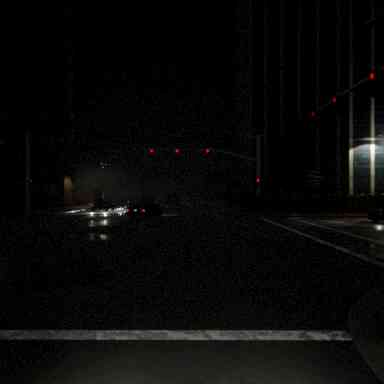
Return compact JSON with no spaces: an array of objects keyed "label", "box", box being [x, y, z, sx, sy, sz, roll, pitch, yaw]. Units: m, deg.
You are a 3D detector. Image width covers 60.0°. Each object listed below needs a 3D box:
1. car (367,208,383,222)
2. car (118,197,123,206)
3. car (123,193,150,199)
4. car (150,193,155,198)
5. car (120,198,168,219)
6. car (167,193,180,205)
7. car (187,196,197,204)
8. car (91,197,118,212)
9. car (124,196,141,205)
[{"label":"car","box":[15.467,1.477,24.278,5.008,1.535,1.882,0,0,-1]},{"label":"car","box":[-10.625,1.491,49.116,2.128,1.511,4.902,0,0,0]},{"label":"car","box":[-7.126,1.351,43.355,2.097,1.767,4.553,0,0,0]},{"label":"car","box":[-7.121,1.220,52.856,2.150,2.045,5.566,0,0,0]},{"label":"car","box":[-4.065,1.547,29.423,2.033,1.411,5.357,0,0,12]},{"label":"car","box":[-3.440,1.220,60.256,2.150,2.045,5.566,0,0,0]},{"label":"car","box":[-0.043,1.524,64.911,1.812,1.442,4.674,0,0,0]},{"label":"car","box":[-10.606,1.525,39.847,1.812,1.442,4.674,0,0,0]},{"label":"car","box":[-10.591,1.490,59.299,2.128,1.511,4.902,0,0,0]}]
